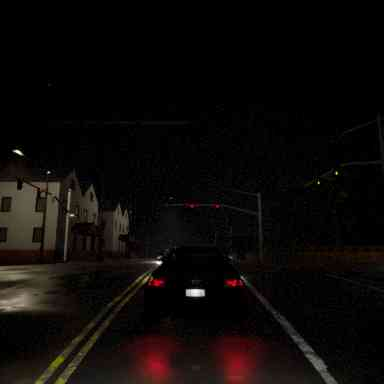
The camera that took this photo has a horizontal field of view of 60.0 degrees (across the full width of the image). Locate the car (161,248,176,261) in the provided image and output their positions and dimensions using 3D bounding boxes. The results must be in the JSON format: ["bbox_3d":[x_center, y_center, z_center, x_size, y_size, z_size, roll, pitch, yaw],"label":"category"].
[{"bbox_3d":[-3.594,9.723,51.666,2.097,1.767,4.553,0,-11,0],"label":"car"}]

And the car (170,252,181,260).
[{"bbox_3d":[-3.509,13.700,71.345,2.128,1.511,4.902,0,-11,0],"label":"car"}]

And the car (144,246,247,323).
[{"bbox_3d":[0.071,1.985,7.897,1.994,1.385,4.181,0,-7,0],"label":"car"}]

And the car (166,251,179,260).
[{"bbox_3d":[-3.570,11.755,61.456,2.128,1.511,4.902,0,-11,0],"label":"car"}]

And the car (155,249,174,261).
[{"bbox_3d":[-3.593,8.371,43.934,2.128,1.511,4.902,0,-11,0],"label":"car"}]
